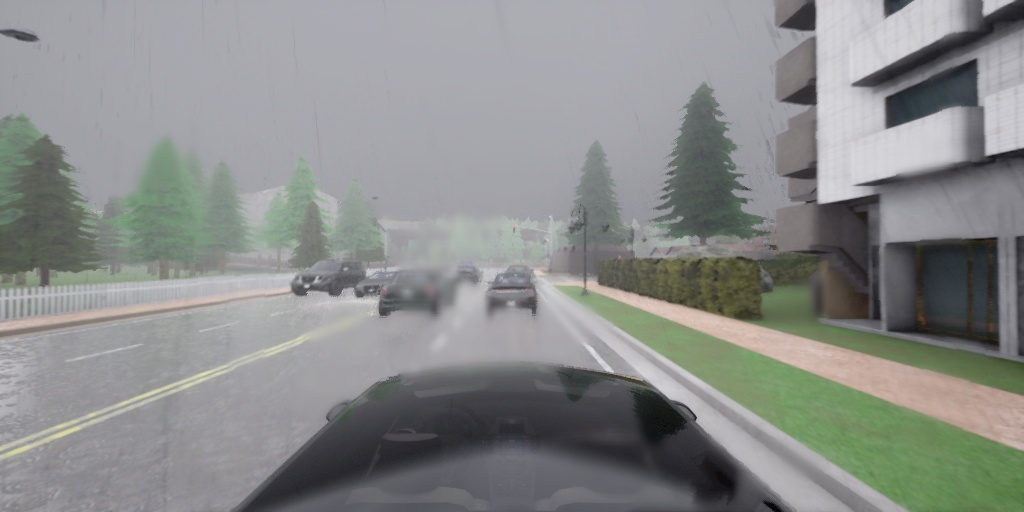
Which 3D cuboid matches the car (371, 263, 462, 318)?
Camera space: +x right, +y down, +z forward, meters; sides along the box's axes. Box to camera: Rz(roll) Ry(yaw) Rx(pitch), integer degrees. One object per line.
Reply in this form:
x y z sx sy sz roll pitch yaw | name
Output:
-3.455 1.269 14.019 2.097 1.767 4.553 0 -1 1 | car

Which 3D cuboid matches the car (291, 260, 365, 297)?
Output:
-10.524 1.238 21.215 2.150 2.045 5.566 0 -1 1 | car

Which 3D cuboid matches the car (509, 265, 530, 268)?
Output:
0.680 1.472 28.938 2.097 1.767 4.553 0 -1 10 | car

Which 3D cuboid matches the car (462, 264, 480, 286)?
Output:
-3.451 1.630 29.151 1.837 1.490 4.892 0 0 1 | car

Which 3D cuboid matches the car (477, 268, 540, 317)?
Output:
0.045 1.411 14.105 2.128 1.511 4.902 0 -1 1 | car

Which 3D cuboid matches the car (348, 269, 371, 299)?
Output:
-7.040 1.564 19.971 1.994 1.385 4.181 0 -1 1 | car

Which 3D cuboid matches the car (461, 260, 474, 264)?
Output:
-7.050 1.717 56.404 2.150 2.045 5.566 0 -1 0 | car

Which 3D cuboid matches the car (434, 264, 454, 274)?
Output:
-10.550 2.034 55.788 2.033 1.411 5.357 0 -1 1 | car
